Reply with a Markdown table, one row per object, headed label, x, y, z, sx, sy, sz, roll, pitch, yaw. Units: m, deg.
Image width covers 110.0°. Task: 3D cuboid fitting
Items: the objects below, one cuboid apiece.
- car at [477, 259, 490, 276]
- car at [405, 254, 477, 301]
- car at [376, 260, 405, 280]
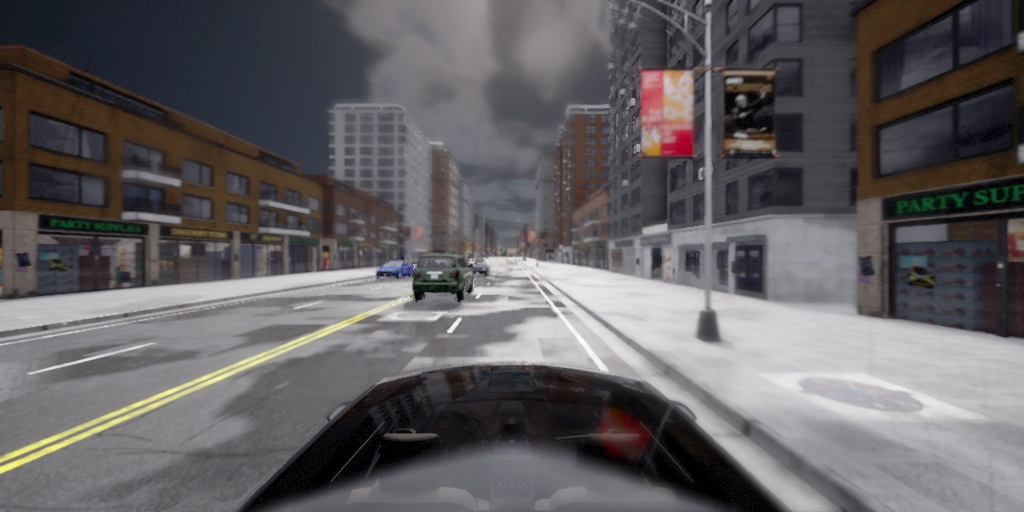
| label | x | y | z | sx | sy | sz | roll | pitch | yaw |
| --- | --- | --- | --- | --- | --- | --- | --- | --- | --- |
| car | -3.153 | 1.252 | 35.064 | 1.895 | 1.301 | 4.718 | 0 | 0 | 0 |
| car | -3.154 | 0.926 | 17.273 | 2.150 | 2.045 | 5.566 | 0 | 0 | 0 |
| car | -9.849 | 1.144 | 30.272 | 1.882 | 1.535 | 5.008 | 0 | 0 | 0 |
